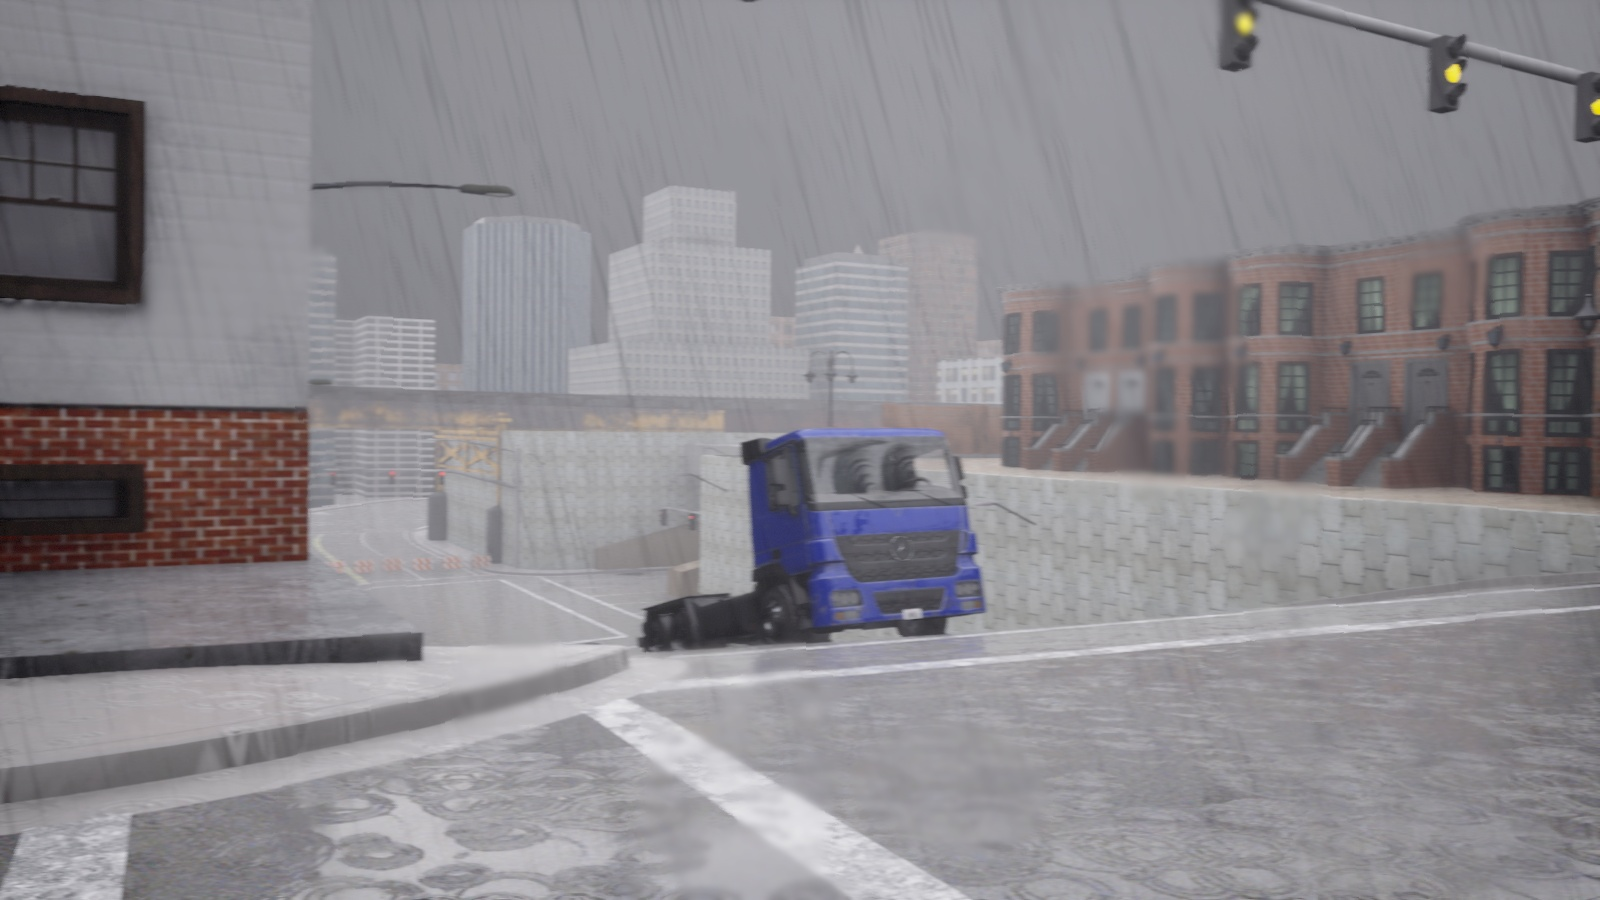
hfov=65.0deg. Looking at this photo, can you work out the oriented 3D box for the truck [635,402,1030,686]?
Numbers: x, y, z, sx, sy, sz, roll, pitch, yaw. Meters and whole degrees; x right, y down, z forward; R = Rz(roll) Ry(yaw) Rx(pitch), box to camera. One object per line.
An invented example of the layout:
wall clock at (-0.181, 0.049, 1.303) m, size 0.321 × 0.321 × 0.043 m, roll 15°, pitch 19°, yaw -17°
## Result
truck at (0.065, 1.871, 21.254) m, size 2.891 × 3.462 × 7.936 m, roll -2°, pitch -12°, yaw -27°
